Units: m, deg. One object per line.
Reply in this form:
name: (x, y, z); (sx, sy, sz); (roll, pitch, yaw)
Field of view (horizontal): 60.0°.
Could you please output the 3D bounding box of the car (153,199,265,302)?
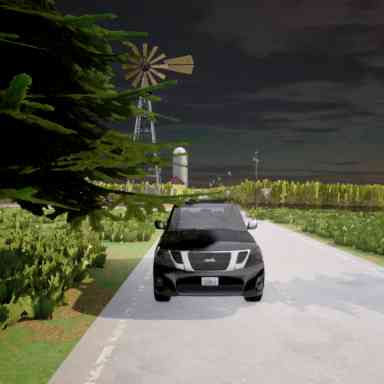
car: (0.333, 1.221, 8.623); (2.150, 2.045, 5.566); (0, 0, 0)
